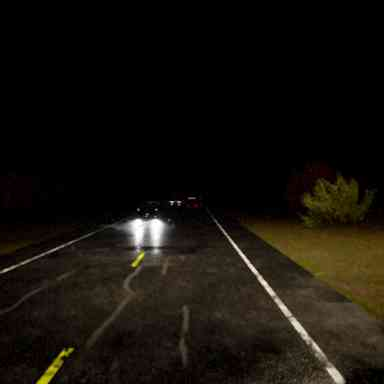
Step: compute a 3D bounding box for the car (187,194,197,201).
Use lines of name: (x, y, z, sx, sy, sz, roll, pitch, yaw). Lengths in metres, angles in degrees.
car: (0.011, 1.168, 74.819, 2.033, 1.411, 5.357, 0, 0, 0)

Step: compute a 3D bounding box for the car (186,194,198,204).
car: (0.067, 1.227, 57.213, 2.128, 1.511, 4.902, 0, 0, 1)

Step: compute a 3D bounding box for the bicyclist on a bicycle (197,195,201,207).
bicyclist on a bicycle: (0.970, 1.247, 46.197, 0.582, 1.620, 1.656, 0, 0, 0)

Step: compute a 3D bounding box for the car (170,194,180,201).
car: (-3.490, 1.163, 71.078, 1.812, 1.442, 4.674, 0, 0, 0)

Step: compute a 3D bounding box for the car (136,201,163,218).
car: (-3.595, 1.482, 28.891, 1.895, 1.301, 4.718, 0, 0, 0)

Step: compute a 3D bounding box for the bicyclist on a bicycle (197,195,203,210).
bicyclist on a bicycle: (0.970, 1.208, 37.704, 0.659, 1.776, 1.843, 0, 1, 0)
